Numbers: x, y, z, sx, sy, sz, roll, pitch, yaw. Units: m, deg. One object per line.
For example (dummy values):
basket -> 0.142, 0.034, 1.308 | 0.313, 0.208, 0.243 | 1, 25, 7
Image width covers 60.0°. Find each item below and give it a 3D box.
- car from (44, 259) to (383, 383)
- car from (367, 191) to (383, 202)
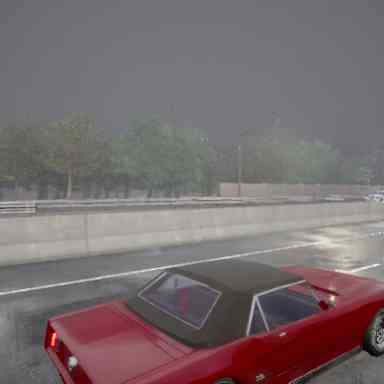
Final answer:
car -> 0.792, 1.580, 4.311 | 4.718, 1.301, 1.895 | 0, 0, -35
car -> 32.204, 0.884, 56.958 | 5.566, 2.045, 2.150 | -1, 0, -35
